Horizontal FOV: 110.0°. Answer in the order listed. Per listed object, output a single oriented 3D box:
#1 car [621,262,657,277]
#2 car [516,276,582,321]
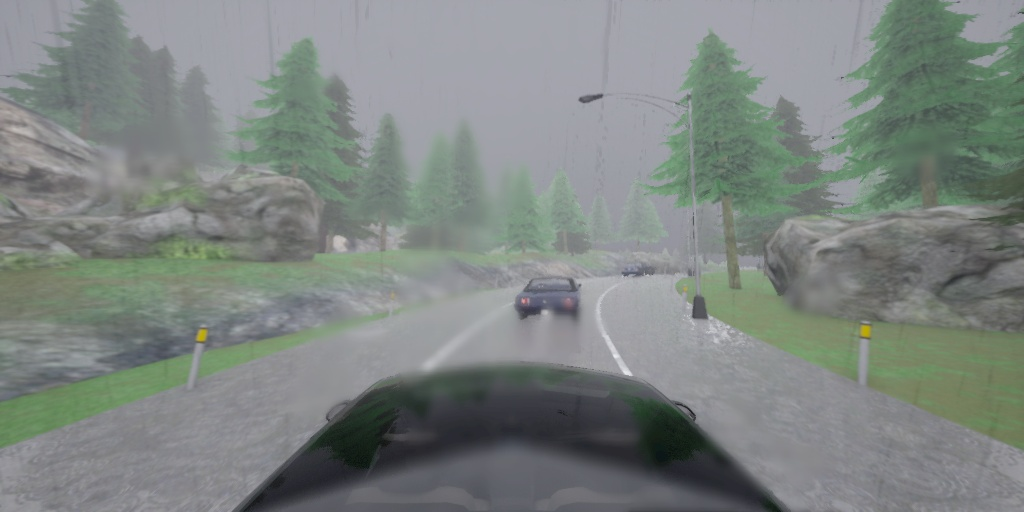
[{"bbox_3d":[12.591,1.316,35.463,2.033,1.411,5.357,-5,-3,40],"label":"car"},{"bbox_3d":[1.464,1.355,12.467,1.895,1.301,4.718,-1,0,12],"label":"car"}]
